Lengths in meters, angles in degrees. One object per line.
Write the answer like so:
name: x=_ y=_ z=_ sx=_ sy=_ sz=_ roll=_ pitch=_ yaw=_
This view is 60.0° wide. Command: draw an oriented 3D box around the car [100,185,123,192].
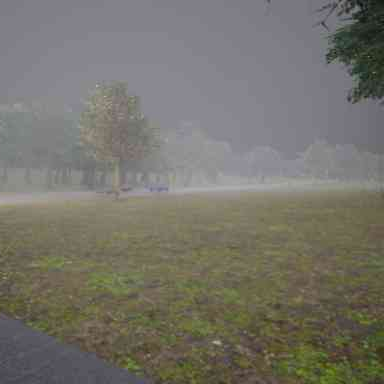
car: x=-17.426 y=-0.810 z=72.345 sx=1.812 sy=1.442 sz=4.674 roll=4 pitch=4 yaw=35

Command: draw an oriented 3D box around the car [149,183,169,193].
car: x=-7.329 y=-0.970 z=74.843 sx=2.150 sy=2.045 sz=5.566 roll=4 pitch=4 yaw=30

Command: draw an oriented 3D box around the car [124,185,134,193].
car: x=-14.582 y=-0.635 z=70.316 sx=1.882 sy=1.535 sz=5.008 roll=4 pitch=4 yaw=35

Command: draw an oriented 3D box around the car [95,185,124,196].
car: x=-15.888 y=-0.116 z=62.497 sx=2.128 sy=1.511 sz=4.902 roll=4 pitch=4 yaw=35
